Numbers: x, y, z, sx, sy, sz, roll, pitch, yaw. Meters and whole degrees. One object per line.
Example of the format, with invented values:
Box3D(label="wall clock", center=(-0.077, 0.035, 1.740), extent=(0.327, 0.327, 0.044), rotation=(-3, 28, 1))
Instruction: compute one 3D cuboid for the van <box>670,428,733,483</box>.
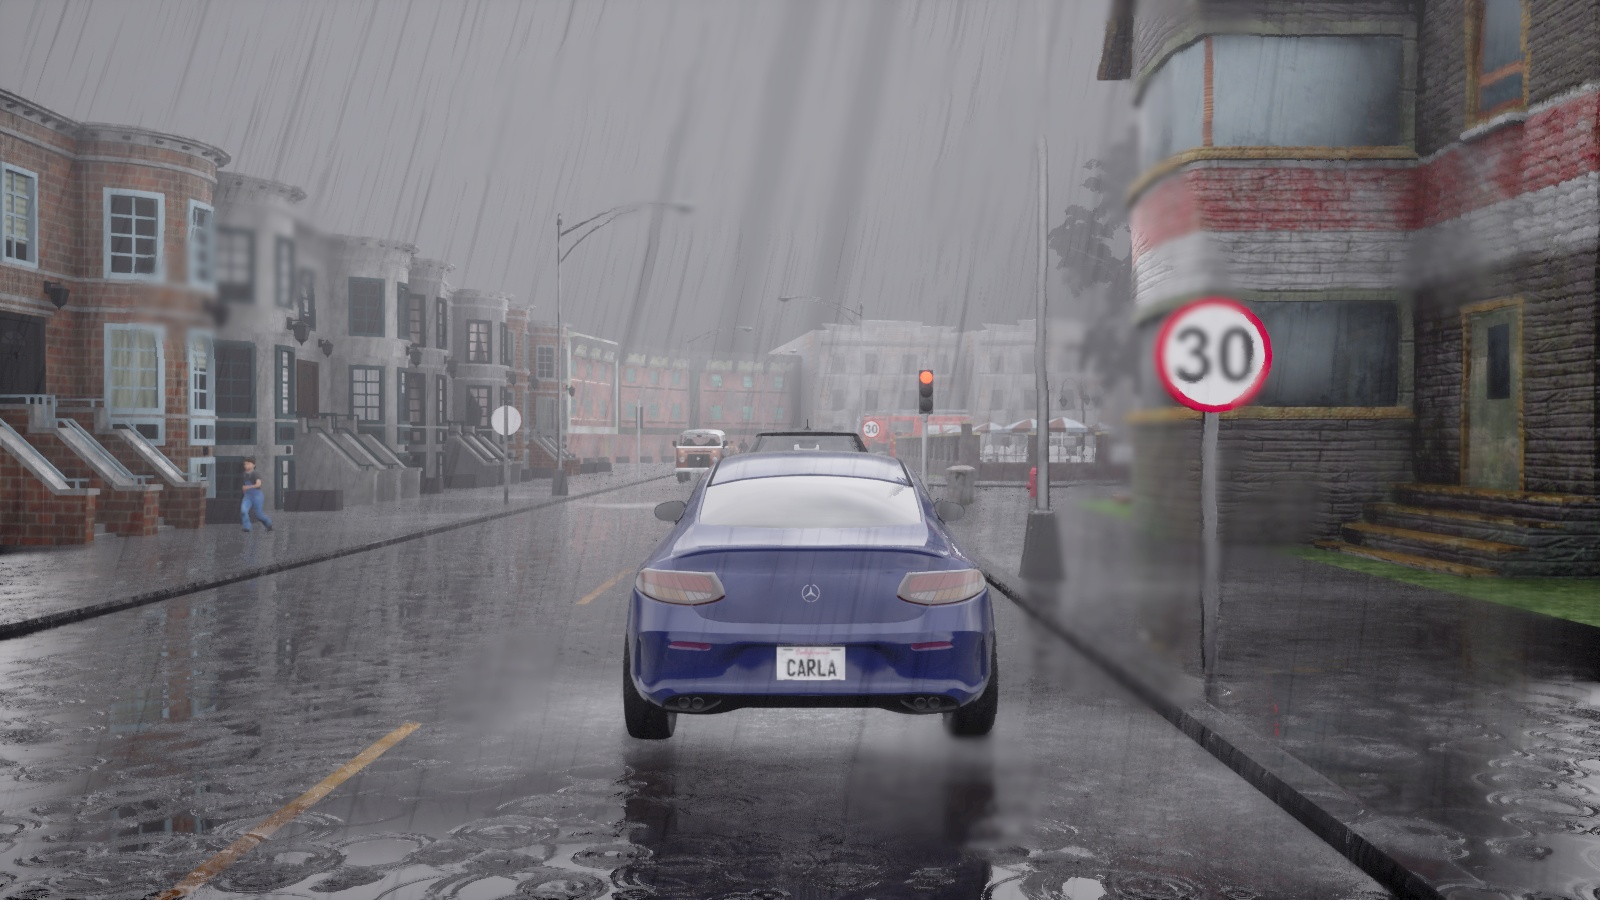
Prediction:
Box3D(label="van", center=(-3.736, 0.194, 48.330), extent=(2.069, 2.038, 4.480), rotation=(0, 0, 0))

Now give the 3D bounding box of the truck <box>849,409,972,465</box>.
Box3D(label="truck", center=(7.784, -0.913, 89.104), extent=(8.468, 3.827, 2.891), rotation=(0, 0, 0))

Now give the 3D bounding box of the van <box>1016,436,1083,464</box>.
Box3D(label="van", center=(17.687, 0.009, 89.096), extent=(4.442, 1.987, 1.775), rotation=(0, 0, 0))

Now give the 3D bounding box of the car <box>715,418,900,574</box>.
Box3D(label="car", center=(0.102, 0.512, 16.547), extent=(2.097, 1.767, 4.553), rotation=(0, 0, 0))

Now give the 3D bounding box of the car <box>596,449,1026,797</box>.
Box3D(label="car", center=(0.058, 0.729, 7.638), extent=(1.812, 1.442, 4.674), rotation=(0, 0, 0))

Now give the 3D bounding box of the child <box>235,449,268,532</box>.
Box3D(label="child", center=(-8.524, 0.619, 19.517), extent=(0.270, 1.263, 0.437), rotation=(0, 0, 10))
